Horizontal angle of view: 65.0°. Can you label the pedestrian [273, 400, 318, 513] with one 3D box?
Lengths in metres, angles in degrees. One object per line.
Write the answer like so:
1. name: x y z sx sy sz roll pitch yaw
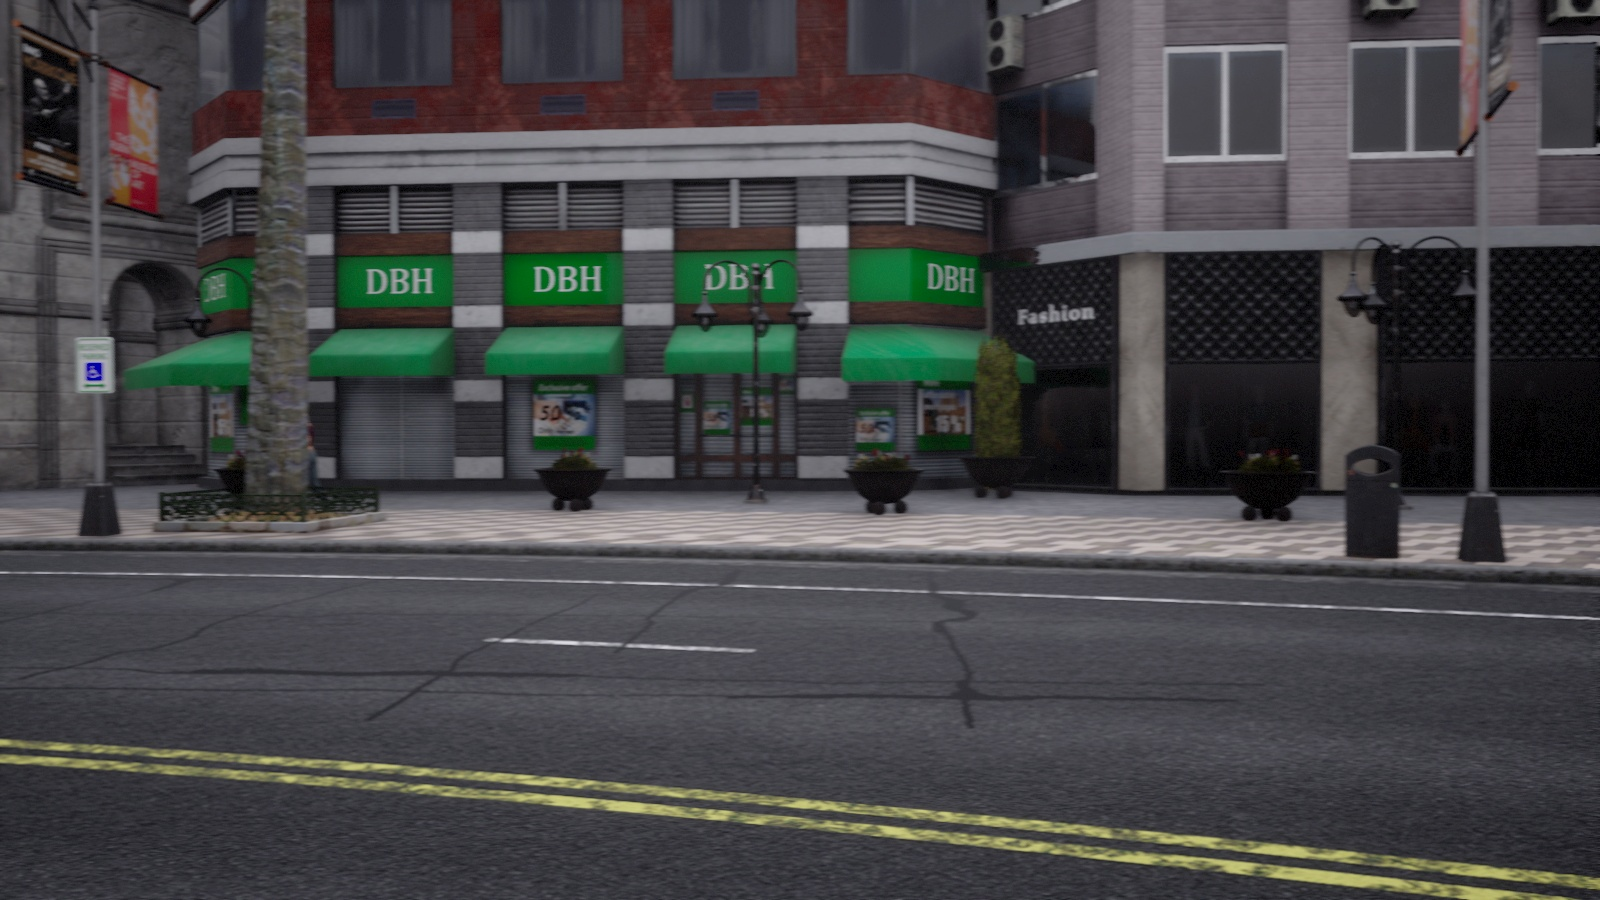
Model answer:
1. pedestrian: -8.292 0.105 20.658 0.594 1.836 0.345 0 1 11
